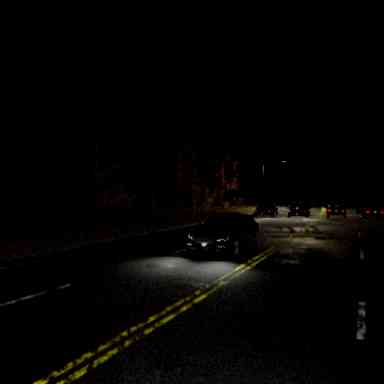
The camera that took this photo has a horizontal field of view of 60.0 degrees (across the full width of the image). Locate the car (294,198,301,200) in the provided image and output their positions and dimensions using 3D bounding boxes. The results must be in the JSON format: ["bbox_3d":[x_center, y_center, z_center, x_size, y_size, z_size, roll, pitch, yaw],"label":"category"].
[{"bbox_3d":[23.111,2.140,72.668,1.837,1.490,4.892,0,-1,19],"label":"car"}]

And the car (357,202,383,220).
[{"bbox_3d":[17.774,1.903,32.731,2.033,1.411,5.357,0,-1,24],"label":"car"}]

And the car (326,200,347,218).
[{"bbox_3d":[15.024,1.907,34.601,2.033,1.411,5.357,0,-1,24],"label":"car"}]

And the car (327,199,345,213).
[{"bbox_3d":[19.191,1.820,44.344,2.097,1.767,4.553,0,-1,23],"label":"car"}]

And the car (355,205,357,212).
[{"bbox_3d":[22.005,2.015,42.532,2.033,1.411,5.357,0,-1,23],"label":"car"}]

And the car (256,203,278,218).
[{"bbox_3d":[7.857,1.856,34.917,1.812,1.442,4.674,0,0,24],"label":"car"}]

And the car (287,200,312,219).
[{"bbox_3d":[10.934,1.860,33.834,1.812,1.442,4.674,0,-1,24],"label":"car"}]

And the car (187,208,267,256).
[{"bbox_3d":[1.505,1.636,13.994,1.837,1.490,4.892,0,0,27],"label":"car"}]

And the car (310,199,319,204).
[{"bbox_3d":[26.175,2.132,71.586,1.882,1.535,5.008,0,-1,19],"label":"car"}]
